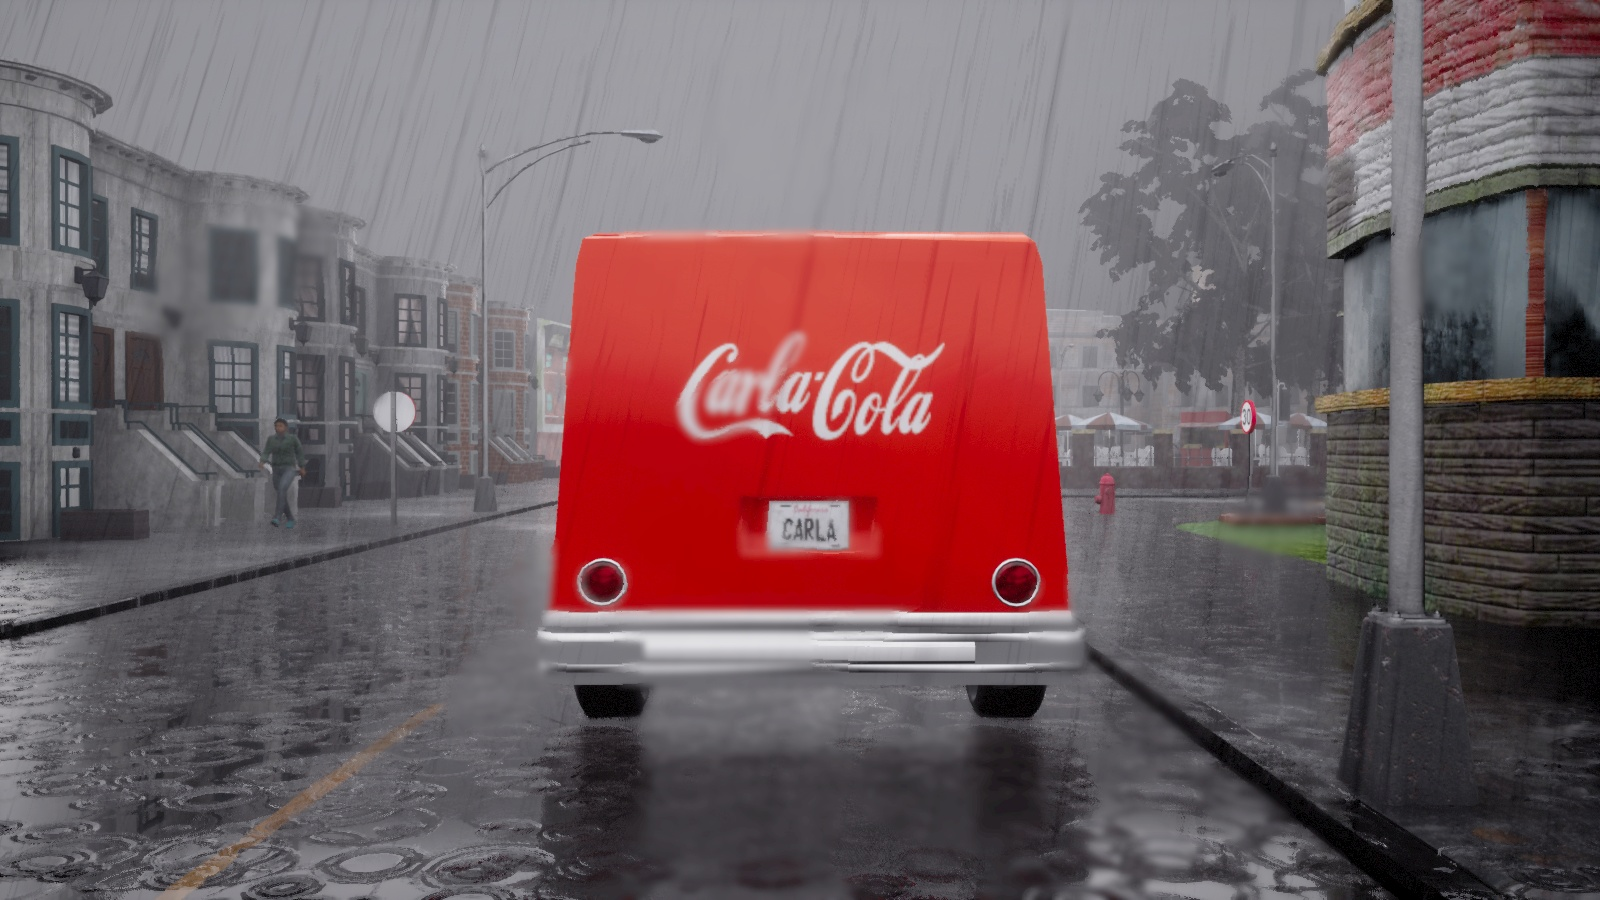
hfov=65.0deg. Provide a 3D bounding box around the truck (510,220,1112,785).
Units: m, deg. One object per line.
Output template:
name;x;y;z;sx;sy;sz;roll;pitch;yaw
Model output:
truck;0.060;0.214;8.087;2.627;2.467;5.204;0;0;0

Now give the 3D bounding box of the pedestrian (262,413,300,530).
pedestrian;-8.314;0.336;20.122;0.353;1.847;0.614;0;0;0
